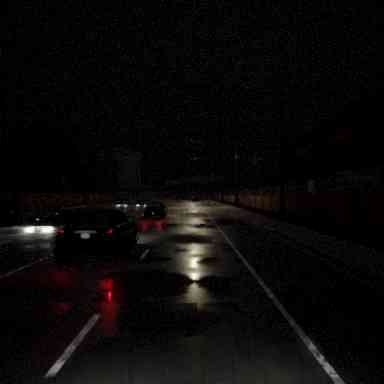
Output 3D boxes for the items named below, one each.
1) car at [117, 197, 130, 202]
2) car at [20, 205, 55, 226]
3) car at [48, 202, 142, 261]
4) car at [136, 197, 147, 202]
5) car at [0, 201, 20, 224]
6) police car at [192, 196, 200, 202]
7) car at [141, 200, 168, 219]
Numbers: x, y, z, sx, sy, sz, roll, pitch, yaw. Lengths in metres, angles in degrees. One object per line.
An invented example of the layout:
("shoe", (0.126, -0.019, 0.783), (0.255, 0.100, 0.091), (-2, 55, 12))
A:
("car", (-14.001, 1.856, 68.039), (1.837, 1.490, 4.892), (0, 0, 0))
("car", (-10.598, 1.700, 24.828), (1.994, 1.385, 4.181), (0, 0, 0))
("car", (-3.401, 1.424, 12.716), (2.097, 1.767, 4.553), (0, 0, 0))
("car", (-10.501, 1.855, 70.215), (1.837, 1.490, 4.892), (0, 0, 0))
("car", (-14.100, 1.480, 23.414), (2.097, 1.767, 4.553), (0, 0, 0))
("police car", (1.049, 1.898, 89.145), (1.930, 1.638, 5.238), (0, 0, 0))
("car", (-3.400, 1.695, 31.277), (1.812, 1.442, 4.674), (0, 0, 0))
